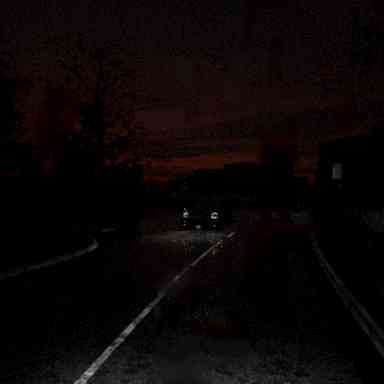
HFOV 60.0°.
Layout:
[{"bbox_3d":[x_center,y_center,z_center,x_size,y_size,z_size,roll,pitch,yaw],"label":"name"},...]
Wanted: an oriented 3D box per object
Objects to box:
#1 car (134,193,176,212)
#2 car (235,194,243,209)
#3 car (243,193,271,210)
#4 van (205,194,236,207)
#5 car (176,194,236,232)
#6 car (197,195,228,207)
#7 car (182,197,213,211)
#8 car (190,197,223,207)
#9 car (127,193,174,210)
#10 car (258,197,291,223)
[{"bbox_3d":[-3.265,1.090,37.071,5.566,2.045,2.435,0,-1,-22],"label":"car"},{"bbox_3d":[7.791,1.407,42.377,5.008,1.535,2.097,0,-1,-22],"label":"car"},{"bbox_3d":[8.884,1.258,39.546,4.553,1.767,2.185,0,-1,-22],"label":"car"},{"bbox_3d":[4.354,1.290,50.816,4.442,1.987,1.878,0,-1,-21],"label":"van"},{"bbox_3d":[0.987,1.217,19.340,2.097,1.767,4.553,0,0,17],"label":"car"},{"bbox_3d":[3.329,1.442,53.674,4.553,1.767,2.185,0,-1,-21],"label":"car"},{"bbox_3d":[0.600,1.393,40.831,2.128,1.511,4.902,0,-1,-21],"label":"car"},{"bbox_3d":[2.469,1.627,56.467,5.366,1.575,1.946,0,-1,-21],"label":"car"},{"bbox_3d":[-5.276,1.138,42.150,5.566,2.045,2.435,0,-1,-22],"label":"car"},{"bbox_3d":[6.104,1.354,24.216,1.882,1.535,5.008,1,0,15],"label":"car"}]
